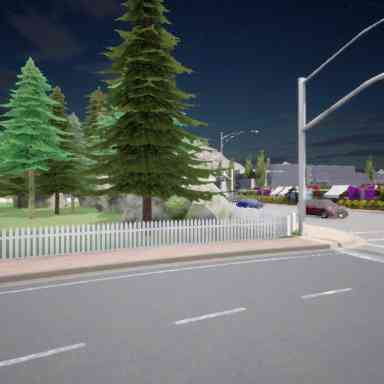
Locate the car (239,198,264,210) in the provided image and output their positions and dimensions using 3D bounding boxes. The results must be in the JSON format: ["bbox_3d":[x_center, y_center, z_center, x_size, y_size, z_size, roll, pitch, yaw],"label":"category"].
[{"bbox_3d":[7.578,1.533,43.357,1.882,1.535,5.008,0,0,-17],"label":"car"}]

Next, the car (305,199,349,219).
[{"bbox_3d":[11.668,1.411,29.587,2.097,1.767,4.553,0,0,-17],"label":"car"}]
